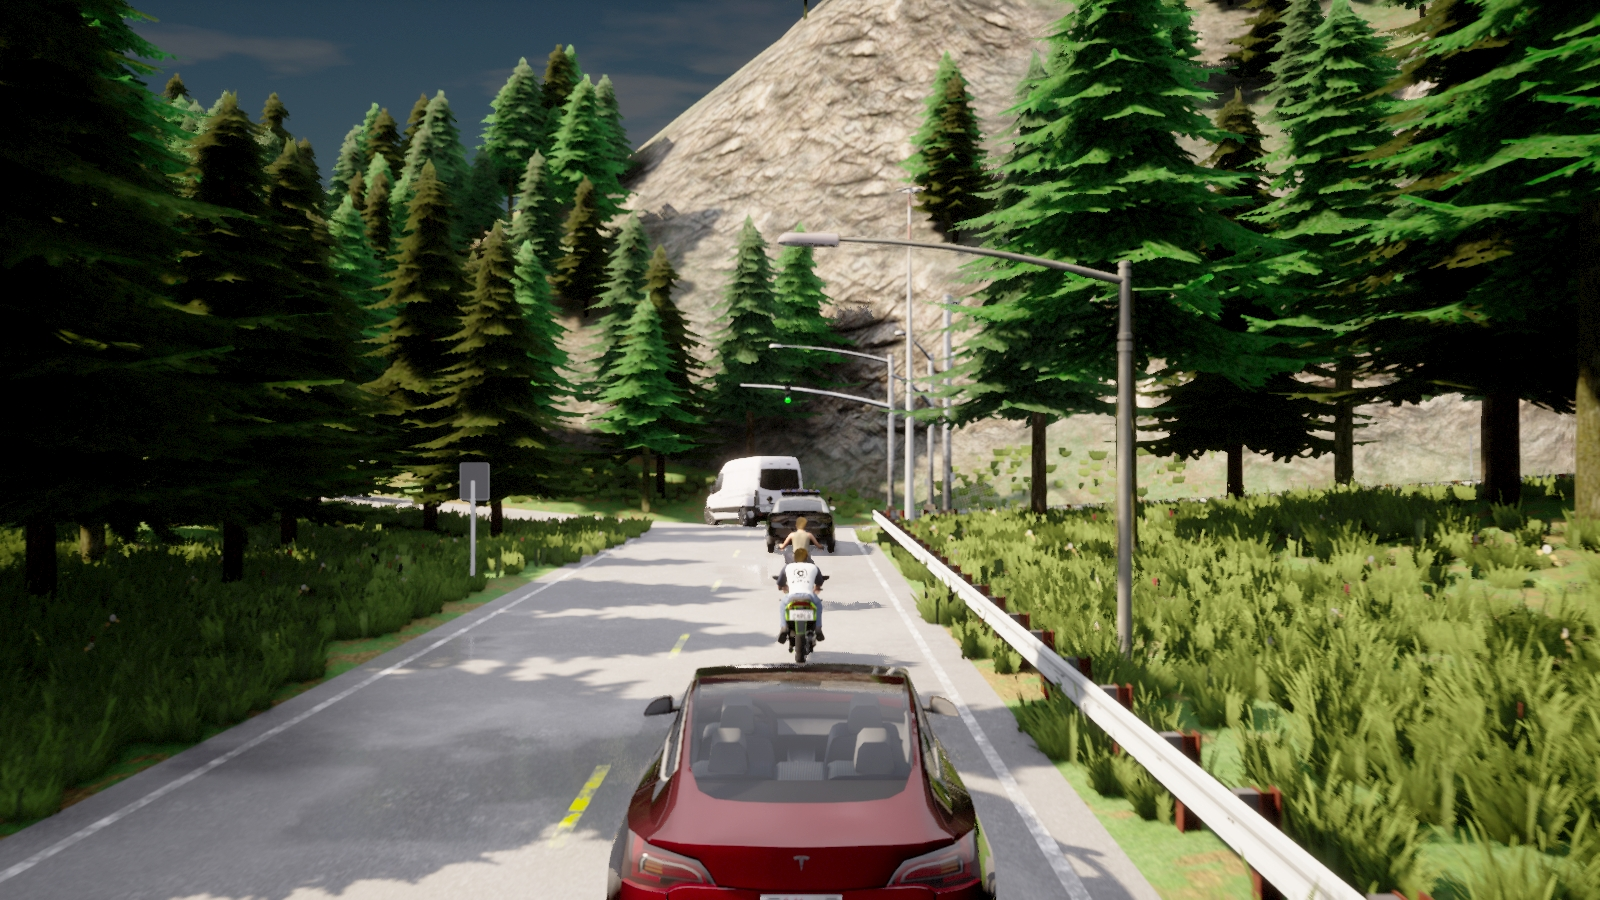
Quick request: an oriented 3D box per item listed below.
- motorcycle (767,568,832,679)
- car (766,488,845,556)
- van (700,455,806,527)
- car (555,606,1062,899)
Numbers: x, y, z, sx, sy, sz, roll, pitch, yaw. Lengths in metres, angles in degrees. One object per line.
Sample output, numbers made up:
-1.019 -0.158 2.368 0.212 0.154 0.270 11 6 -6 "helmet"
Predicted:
-0.006 2.219 14.959 0.803 1.145 2.033 0 0 0 "motorcycle"
0.115 1.994 33.014 2.097 1.638 5.238 0 0 -1 "car"
-1.920 1.672 43.907 1.988 2.561 5.915 2 -4 -24 "van"
0.038 2.066 7.265 2.163 1.488 4.792 0 0 0 "car"
